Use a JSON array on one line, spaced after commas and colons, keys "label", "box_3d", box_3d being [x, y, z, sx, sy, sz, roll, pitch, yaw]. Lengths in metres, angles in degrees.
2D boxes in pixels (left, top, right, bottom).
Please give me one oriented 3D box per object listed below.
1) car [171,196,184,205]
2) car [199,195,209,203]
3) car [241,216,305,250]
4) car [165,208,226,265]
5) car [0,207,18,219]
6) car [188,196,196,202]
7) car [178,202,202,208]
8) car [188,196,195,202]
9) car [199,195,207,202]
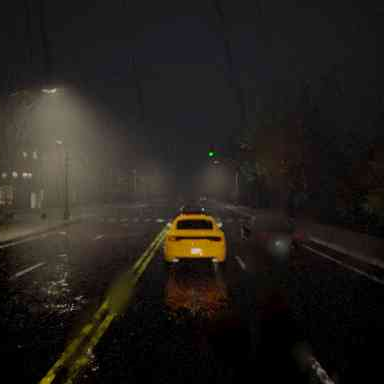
[{"label": "car", "box_3d": [-3.275, 2.035, 69.087, 1.994, 1.385, 4.181, 0, 0, 0]}, {"label": "car", "box_3d": [3.218, 2.101, 84.039, 2.128, 1.511, 4.902, 0, 0, 0]}, {"label": "car", "box_3d": [3.346, 1.706, 14.765, 1.895, 1.301, 4.718, 0, 0, 0]}, {"label": "car", "box_3d": [0.096, 1.564, 12.031, 1.882, 1.535, 5.008, 0, 0, 0]}, {"label": "car", "box_3d": [-19.966, 2.055, 33.595, 4.313, 1.339, 1.947, -1, 1, 0]}, {"label": "car", "box_3d": [-0.032, 2.076, 84.038, 1.837, 1.490, 4.892, 0, 0, 0]}, {"label": "car", "box_3d": [0.009, 1.748, 25.909, 1.994, 1.385, 4.181, 0, 0, -1]}, {"label": "car", "box_3d": [-0.035, 1.964, 94.458, 1.882, 1.535, 5.008, 0, 0, 0]}, {"label": "car", "box_3d": [3.215, 1.842, 94.430, 2.097, 1.767, 4.553, 0, 0, 0]}]
